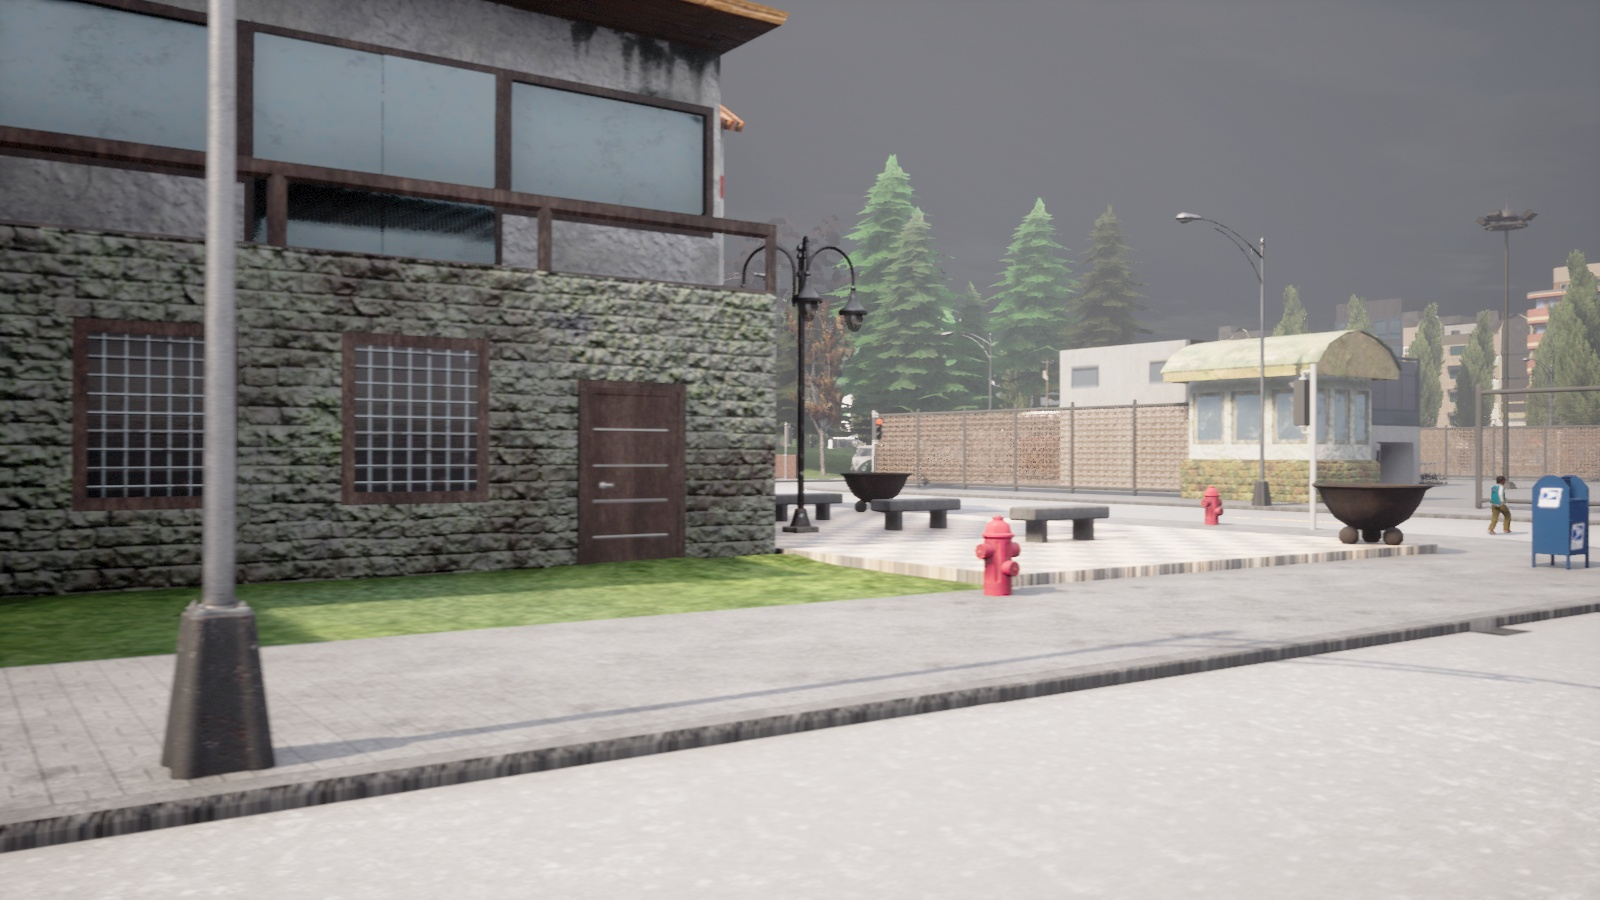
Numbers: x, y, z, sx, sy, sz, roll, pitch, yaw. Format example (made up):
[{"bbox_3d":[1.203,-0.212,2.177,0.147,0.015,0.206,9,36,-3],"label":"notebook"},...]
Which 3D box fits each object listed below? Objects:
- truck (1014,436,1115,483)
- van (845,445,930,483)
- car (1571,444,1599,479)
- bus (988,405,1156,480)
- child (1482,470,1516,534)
[{"bbox_3d":[14.688,0.489,69.697,5.204,2.467,2.627,-1,0,-35],"label":"truck"},{"bbox_3d":[4.709,0.722,67.625,4.442,1.987,1.775,0,0,-35],"label":"van"},{"bbox_3d":[48.300,0.669,72.941,2.150,2.045,5.566,0,0,-34],"label":"car"},{"bbox_3d":[16.536,-0.390,75.865,10.273,4.253,3.944,1,-1,-35],"label":"bus"},{"bbox_3d":[13.203,0.983,23.731,0.448,1.192,0.343,0,0,-16],"label":"child"}]
